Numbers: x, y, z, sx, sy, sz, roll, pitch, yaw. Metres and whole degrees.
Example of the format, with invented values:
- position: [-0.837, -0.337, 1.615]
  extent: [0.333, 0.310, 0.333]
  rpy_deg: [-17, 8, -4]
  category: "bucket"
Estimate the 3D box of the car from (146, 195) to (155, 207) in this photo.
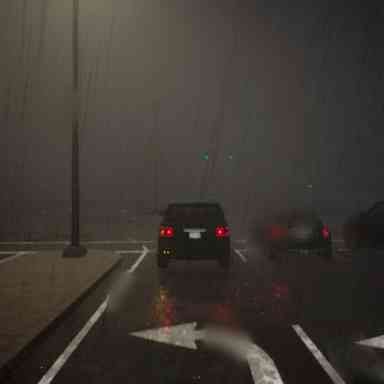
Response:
- position: [-8.055, 1.702, 55.856]
  extent: [2.033, 1.411, 5.357]
  rpy_deg: [0, 0, 1]
  category: "car"

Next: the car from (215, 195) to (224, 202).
- position: [7.253, 1.600, 88.347]
  extent: [2.097, 1.767, 4.553]
  rpy_deg: [0, 0, 2]
  category: "car"

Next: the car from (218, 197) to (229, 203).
- position: [7.003, 1.801, 74.193]
  extent: [1.895, 1.301, 4.718]
  rpy_deg: [0, 0, 0]
  category: "car"

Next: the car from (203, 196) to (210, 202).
- position: [3.763, 1.841, 88.749]
  extent: [1.895, 1.301, 4.718]
  rpy_deg: [0, 0, 2]
  category: "car"

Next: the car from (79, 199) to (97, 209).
- position: [-15.090, 1.691, 46.171]
  extent: [1.994, 1.385, 4.181]
  rpy_deg: [0, 0, 0]
  category: "car"

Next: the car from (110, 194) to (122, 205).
- position: [-15.001, 1.400, 64.821]
  extent: [2.150, 2.045, 5.566]
  rpy_deg: [0, 0, 0]
  category: "car"

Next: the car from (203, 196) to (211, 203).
- position: [3.543, 1.696, 78.682]
  extent: [1.882, 1.535, 5.008]
  rpy_deg: [0, 0, 1]
  category: "car"

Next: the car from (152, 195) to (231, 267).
- position: [0.005, 1.257, 11.696]
  extent: [2.150, 2.045, 5.566]
  rpy_deg: [0, 0, -2]
  category: "car"

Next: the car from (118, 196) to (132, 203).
- position: [-14.992, 1.732, 74.921]
  extent: [2.128, 1.511, 4.902]
  rpy_deg: [0, 0, 0]
  category: "car"

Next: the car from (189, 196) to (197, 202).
- position: [0.250, 1.840, 88.303]
  extent: [1.895, 1.301, 4.718]
  rpy_deg: [0, 0, 2]
  category: "car"

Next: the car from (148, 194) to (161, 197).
- position: [-8.001, 1.405, 66.377]
  extent: [2.150, 2.045, 5.566]
  rpy_deg: [0, 0, 0]
  category: "car"

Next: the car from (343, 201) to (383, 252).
- position: [7.095, 1.254, 10.919]
  extent: [2.150, 2.045, 5.566]
  rpy_deg: [0, 0, 0]
  category: "car"

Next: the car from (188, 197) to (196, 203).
- position: [0.005, 1.798, 73.210]
  extent: [1.895, 1.301, 4.718]
  rpy_deg: [0, 0, 0]
  category: "car"

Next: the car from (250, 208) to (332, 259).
- position: [3.596, 1.388, 12.924]
  extent: [2.097, 1.767, 4.553]
  rpy_deg: [0, 0, 0]
  category: "car"

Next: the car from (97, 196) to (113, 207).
- position: [-15.055, 1.753, 54.924]
  extent: [1.895, 1.301, 4.718]
  rpy_deg: [0, 0, 0]
  category: "car"

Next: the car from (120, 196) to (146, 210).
- position: [-8.093, 1.619, 46.109]
  extent: [2.128, 1.511, 4.902]
  rpy_deg: [0, 0, 0]
  category: "car"
